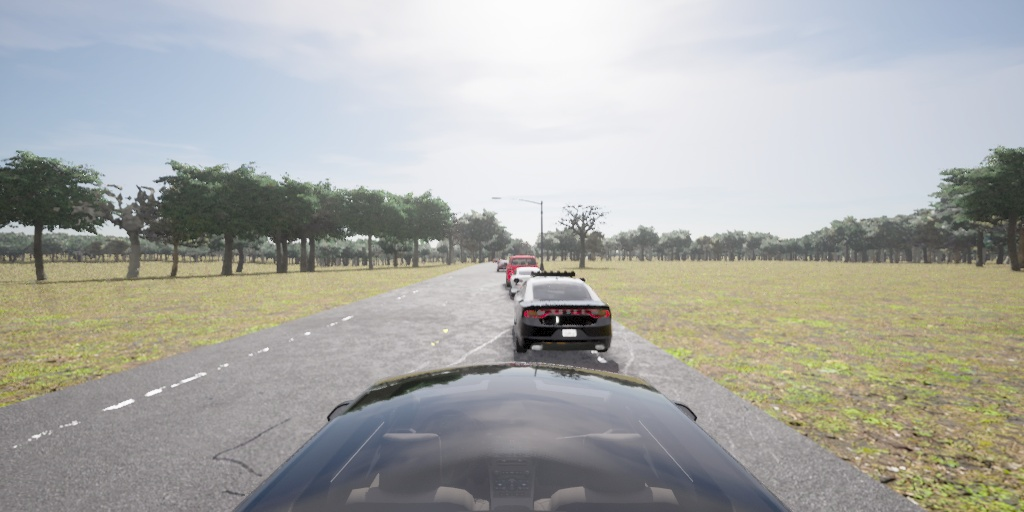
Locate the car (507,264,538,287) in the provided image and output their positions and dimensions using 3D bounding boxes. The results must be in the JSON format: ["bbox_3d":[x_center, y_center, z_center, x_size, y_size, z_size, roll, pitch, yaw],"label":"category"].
[{"bbox_3d":[0.836,1.313,18.974,1.812,1.442,4.674,0,0,-1],"label":"car"}]

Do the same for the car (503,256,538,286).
[{"bbox_3d":[0.666,1.025,25.022,2.150,2.045,5.566,0,0,-2],"label":"car"}]

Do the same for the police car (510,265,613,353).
[{"bbox_3d":[1.009,1.190,9.049,1.930,1.638,5.238,0,0,-1],"label":"police car"}]

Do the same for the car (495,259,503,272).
[{"bbox_3d":[-1.074,1.394,49.130,1.812,1.442,4.674,0,0,-1],"label":"car"}]
